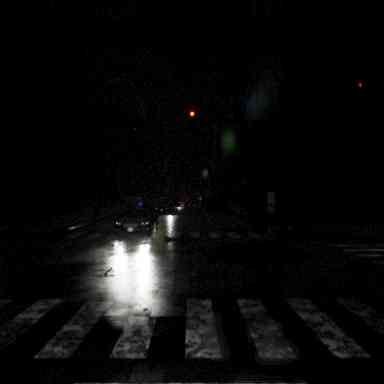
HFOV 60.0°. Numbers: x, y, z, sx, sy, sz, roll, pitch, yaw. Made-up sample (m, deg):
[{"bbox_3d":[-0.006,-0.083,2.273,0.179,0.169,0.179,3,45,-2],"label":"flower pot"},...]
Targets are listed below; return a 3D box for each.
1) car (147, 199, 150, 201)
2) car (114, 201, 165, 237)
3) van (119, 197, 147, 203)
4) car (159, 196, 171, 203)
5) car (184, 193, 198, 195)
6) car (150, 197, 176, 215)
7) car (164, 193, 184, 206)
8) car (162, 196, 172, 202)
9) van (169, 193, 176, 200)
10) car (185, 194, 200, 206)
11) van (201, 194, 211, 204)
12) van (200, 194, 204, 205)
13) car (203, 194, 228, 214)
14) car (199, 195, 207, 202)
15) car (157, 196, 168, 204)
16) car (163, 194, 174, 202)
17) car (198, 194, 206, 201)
[{"bbox_3d":[-5.465,1.560,40.953,1.947,1.339,4.313,0,0,0],"label":"car"},{"bbox_3d":[-2.880,1.489,17.998,2.128,1.511,4.902,0,0,0],"label":"car"},{"bbox_3d":[-5.453,1.337,30.141,1.690,1.788,3.998,0,0,0],"label":"van"},{"bbox_3d":[-5.496,1.538,67.984,2.008,1.369,4.403,0,0,0],"label":"car"},{"bbox_3d":[-0.094,1.480,65.359,2.128,1.511,4.902,0,0,0],"label":"car"},{"bbox_3d":[-2.899,1.502,34.174,1.837,1.490,4.892,0,0,0],"label":"car"},{"bbox_3d":[-2.867,1.214,55.274,2.150,2.045,5.566,0,0,0],"label":"car"},{"bbox_3d":[-5.502,1.552,73.391,1.947,1.339,4.313,0,0,0],"label":"car"},{"bbox_3d":[-5.527,1.322,95.016,1.690,1.788,3.998,0,0,0],"label":"van"},{"bbox_3d":[-0.027,1.538,55.410,2.033,1.411,5.357,0,0,0],"label":"car"},{"bbox_3d":[2.589,1.330,62.591,1.690,1.788,3.998,0,0,0],"label":"van"},{"bbox_3d":[2.614,1.333,51.778,1.690,1.788,3.998,0,0,0],"label":"van"},{"bbox_3d":[2.652,1.310,35.560,2.192,1.841,5.009,0,0,0],"label":"car"},{"bbox_3d":[2.551,1.510,78.980,1.752,1.417,4.829,0,0,0],"label":"car"},{"bbox_3d":[-5.490,1.514,62.409,1.752,1.417,4.829,0,0,0],"label":"car"},{"bbox_3d":[-5.509,1.300,78.797,2.192,1.841,5.009,0,0,0],"label":"car"},{"bbox_3d":[2.539,1.424,84.215,1.967,1.590,4.097,0,0,0],"label":"car"}]
